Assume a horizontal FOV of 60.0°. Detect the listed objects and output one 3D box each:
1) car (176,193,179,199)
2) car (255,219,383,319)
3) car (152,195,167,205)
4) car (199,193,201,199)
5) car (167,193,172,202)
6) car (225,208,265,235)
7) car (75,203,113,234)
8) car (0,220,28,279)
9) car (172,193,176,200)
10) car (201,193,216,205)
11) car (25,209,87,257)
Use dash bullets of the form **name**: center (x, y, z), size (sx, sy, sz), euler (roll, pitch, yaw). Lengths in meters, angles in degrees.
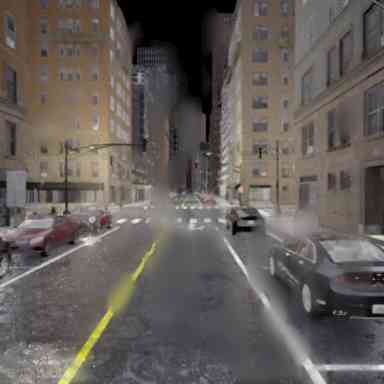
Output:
- **car**: center (-5.582, 1.123, 93.162), size (2.192, 1.841, 5.009), euler (0, 0, 0)
- **car**: center (2.855, 1.524, 7.198), size (2.008, 1.369, 4.403), euler (0, 0, 0)
- **car**: center (-5.643, 1.420, 55.302), size (1.802, 1.307, 4.206), euler (0, 0, 0)
- **car**: center (2.900, 1.369, 66.108), size (2.008, 1.369, 4.403), euler (0, 0, 0)
- **car**: center (-5.625, 1.370, 66.119), size (2.008, 1.369, 4.403), euler (0, 0, 0)
- **car**: center (2.853, 1.501, 18.200), size (1.947, 1.339, 4.313), euler (0, 0, 0)
- **car**: center (-5.673, 1.376, 18.199), size (1.967, 1.590, 4.097), euler (0, 0, 0)
- **car**: center (-5.670, 1.540, 7.197), size (1.947, 1.339, 4.313), euler (0, 0, 0)
- **car**: center (-5.599, 1.332, 82.175), size (1.752, 1.417, 4.829), euler (0, 0, 0)
- **car**: center (2.881, 1.277, 55.290), size (1.967, 1.590, 4.097), euler (0, 0, 0)
- **car**: center (-5.672, 1.537, 12.698), size (1.802, 1.307, 4.206), euler (0, 0, 0)
